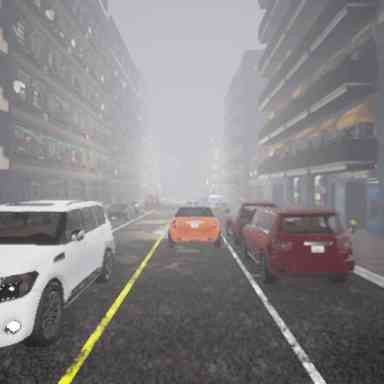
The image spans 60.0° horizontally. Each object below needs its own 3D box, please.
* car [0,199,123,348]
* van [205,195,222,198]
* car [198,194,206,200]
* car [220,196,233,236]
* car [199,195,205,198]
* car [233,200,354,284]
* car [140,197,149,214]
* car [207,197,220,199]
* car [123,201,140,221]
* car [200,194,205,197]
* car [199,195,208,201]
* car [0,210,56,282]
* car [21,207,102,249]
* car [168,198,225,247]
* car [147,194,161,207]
[{"bbox_3d":[-3.096,1.207,6.613,2.150,2.045,5.566,0,0,0],"label":"car"},{"bbox_3d":[2.697,1.268,37.894,1.690,1.788,3.998,-1,0,0],"label":"van"},{"bbox_3d":[2.723,1.304,89.057,1.967,1.590,4.097,-1,0,0],"label":"car"},{"bbox_3d":[2.685,1.283,15.156,2.192,1.841,5.009,-1,0,0],"label":"car"},{"bbox_3d":[0.122,1.471,39.849,2.033,1.411,5.357,0,0,0],"label":"car"},{"bbox_3d":[2.682,1.294,9.471,2.192,1.841,5.009,-1,0,0],"label":"car"},{"bbox_3d":[-5.683,1.502,32.218,1.947,1.339,4.313,-1,0,0],"label":"car"},{"bbox_3d":[2.696,1.461,32.380,1.752,1.417,4.829,-1,0,0],"label":"car"},{"bbox_3d":[-5.686,1.512,26.533,1.947,1.339,4.313,-1,0,0],"label":"car"},{"bbox_3d":[2.713,1.439,66.317,2.008,1.369,4.403,-1,0,0],"label":"car"},{"bbox_3d":[2.719,1.420,77.688,1.887,1.381,4.507,-1,0,0],"label":"car"},{"bbox_3d":[-5.696,1.419,9.479,1.967,1.590,4.097,-1,0,0],"label":"car"},{"bbox_3d":[-5.692,1.512,15.164,1.887,1.381,4.507,-1,0,0],"label":"car"},{"bbox_3d":[0.108,1.319,15.070,2.097,1.767,4.553,0,0,0],"label":"car"},{"bbox_3d":[-5.679,1.225,49.272,2.192,1.841,5.009,-1,0,0],"label":"car"}]
